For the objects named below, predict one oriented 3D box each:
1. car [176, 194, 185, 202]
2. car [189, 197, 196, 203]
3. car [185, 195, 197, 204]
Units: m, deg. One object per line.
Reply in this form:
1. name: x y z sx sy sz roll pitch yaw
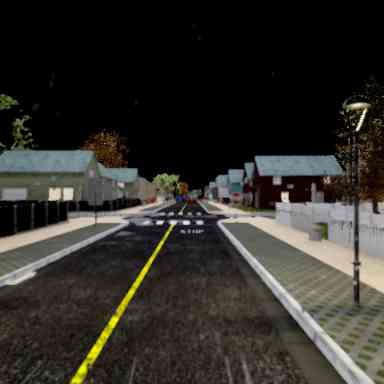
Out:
1. car: -2.705 1.397 79.986 2.150 2.045 5.566 0 -1 0
2. car: 0.048 1.983 85.840 1.812 1.442 4.674 0 -1 0
3. car: 0.042 1.858 75.806 2.097 1.767 4.553 0 -1 0
